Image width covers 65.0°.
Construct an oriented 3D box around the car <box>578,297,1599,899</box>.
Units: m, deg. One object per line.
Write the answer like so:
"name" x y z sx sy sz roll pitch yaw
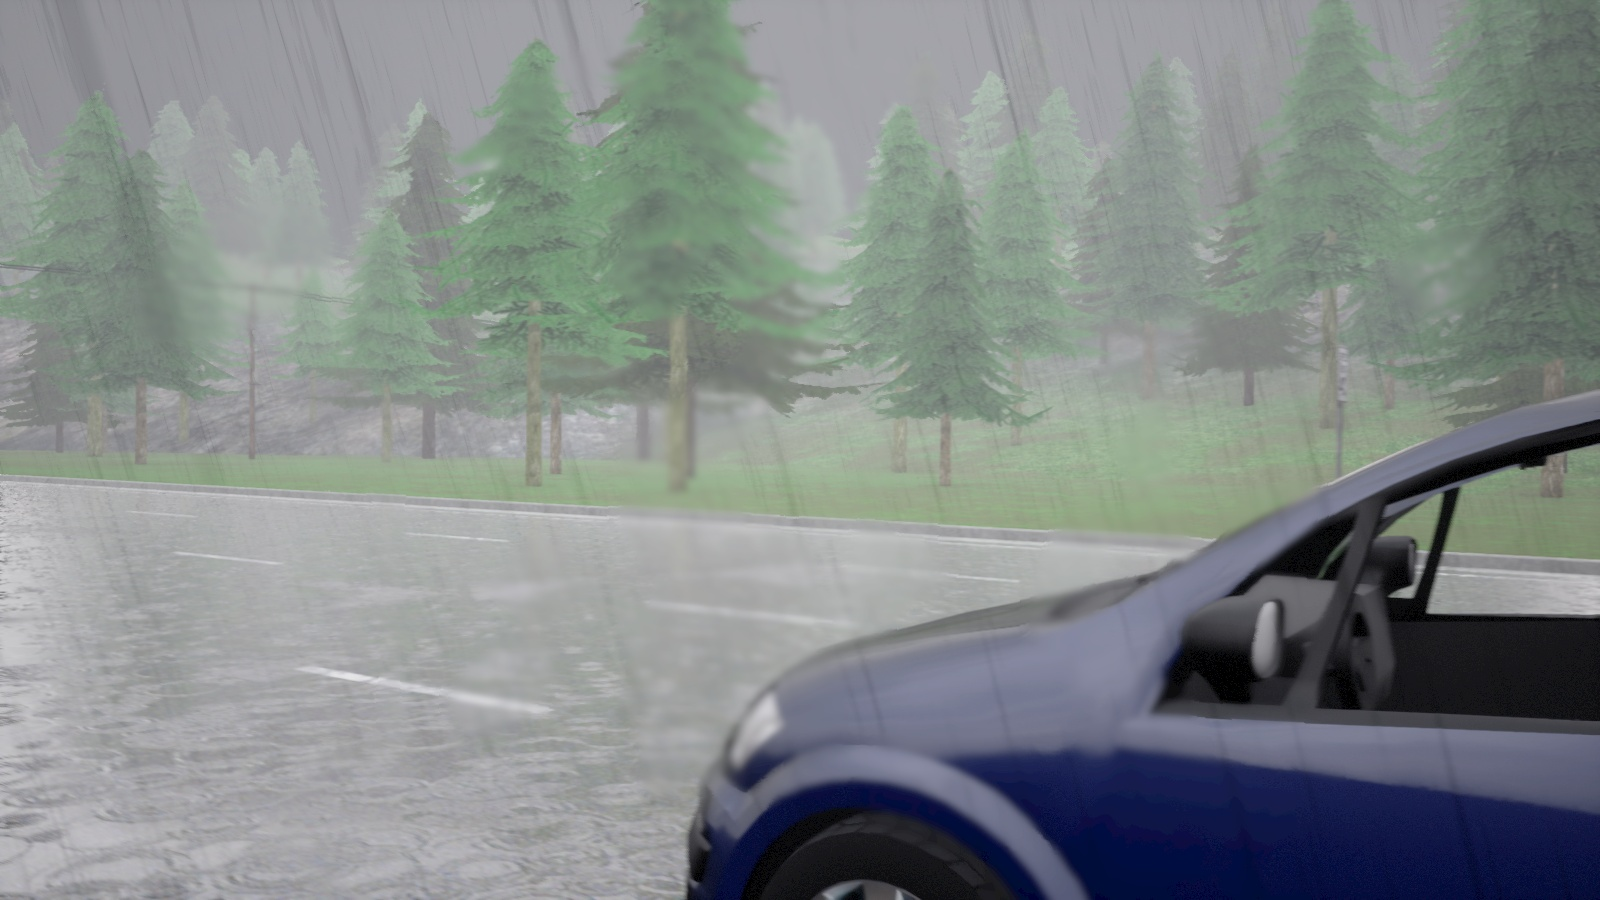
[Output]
"car" 1.680 0.580 2.506 3.988 1.617 1.851 0 1 34
